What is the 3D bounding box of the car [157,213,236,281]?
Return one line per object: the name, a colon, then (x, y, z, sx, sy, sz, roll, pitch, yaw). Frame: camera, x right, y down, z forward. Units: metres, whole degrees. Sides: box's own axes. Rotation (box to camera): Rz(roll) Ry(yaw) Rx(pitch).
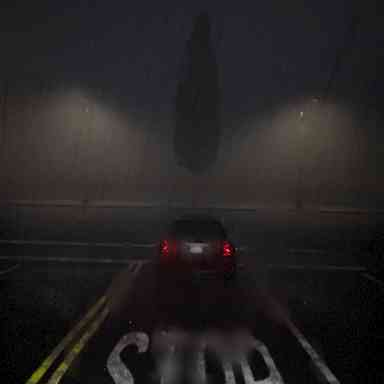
car: (0.258, 1.456, 10.630, 2.097, 1.767, 4.553, 2, 1, 4)
